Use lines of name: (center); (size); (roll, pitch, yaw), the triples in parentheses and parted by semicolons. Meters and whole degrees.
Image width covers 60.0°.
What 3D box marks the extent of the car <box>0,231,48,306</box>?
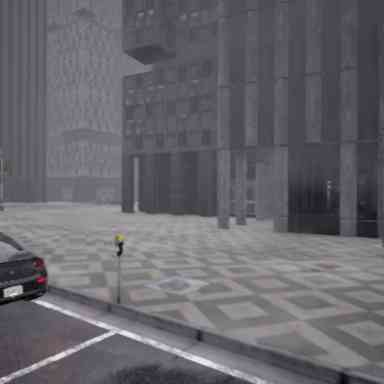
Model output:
car: (-4.835, 1.469, 6.872); (4.674, 1.442, 1.812); (1, 0, 35)

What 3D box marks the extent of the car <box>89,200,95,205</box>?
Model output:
car: (-18.825, 2.017, 68.106); (1.812, 1.442, 4.674); (0, -1, 36)

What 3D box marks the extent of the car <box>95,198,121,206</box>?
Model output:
car: (-16.167, 2.010, 66.248); (1.837, 1.490, 4.892); (0, -1, 36)
